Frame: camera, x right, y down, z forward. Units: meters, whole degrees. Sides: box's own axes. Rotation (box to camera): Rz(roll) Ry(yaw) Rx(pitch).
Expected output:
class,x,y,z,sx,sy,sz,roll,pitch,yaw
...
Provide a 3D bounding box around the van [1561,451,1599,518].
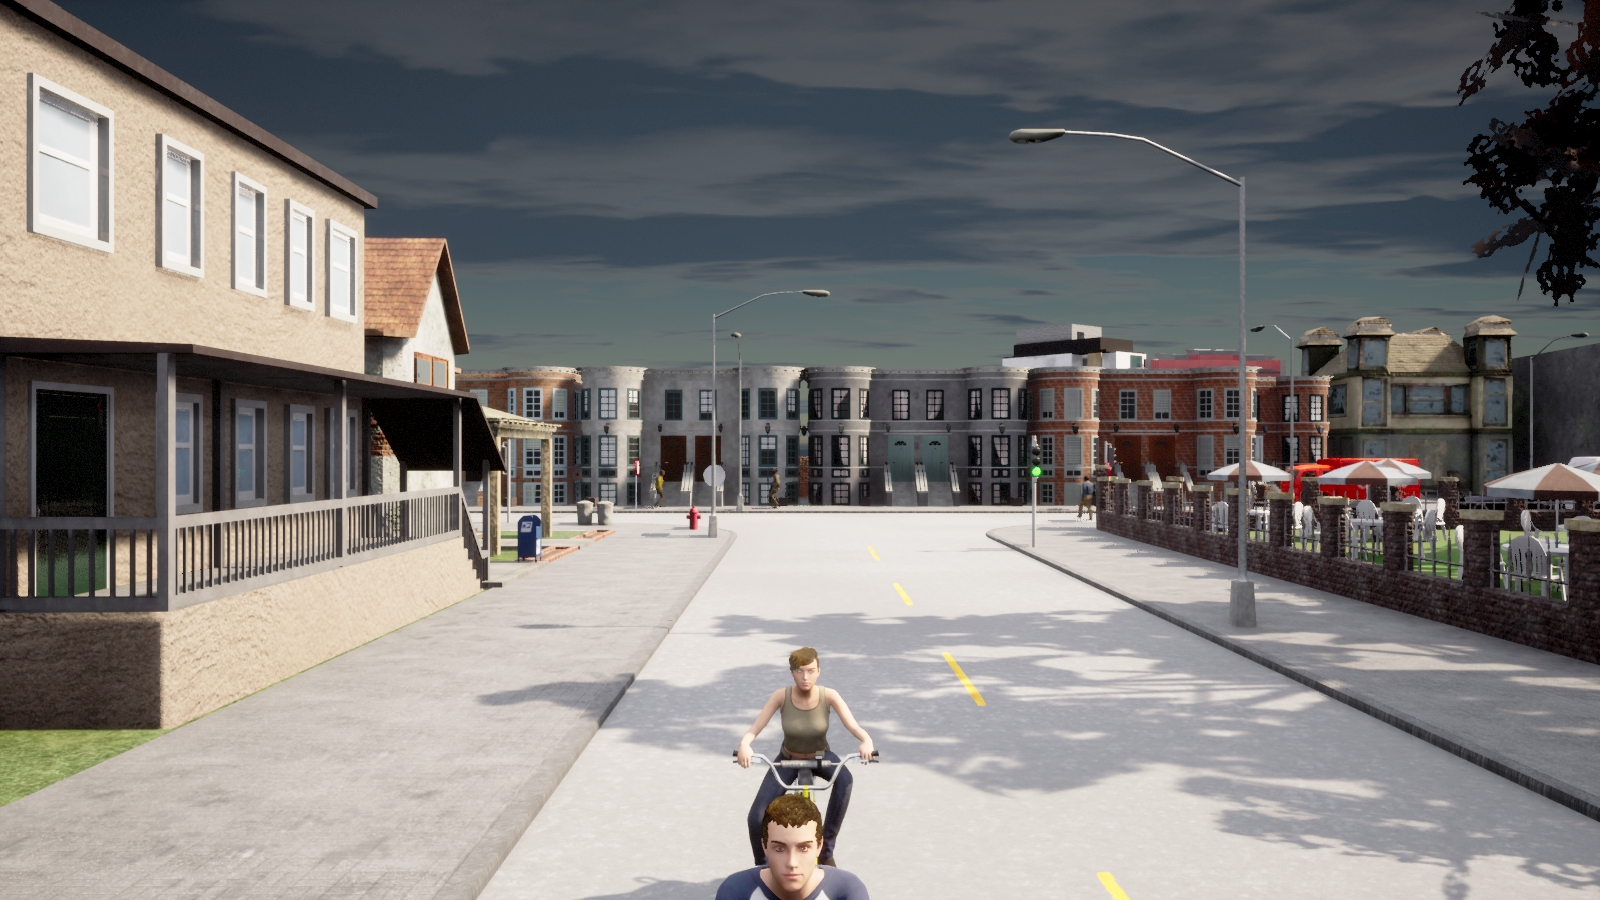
class,x,y,z,sx,sy,sz,roll,pitch,yaw
van,33.520,1.333,44.886,5.915,2.561,1.988,0,0,0

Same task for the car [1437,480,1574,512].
class,x,y,z,sx,sy,sz,roll,pitch,yaw
car,30.125,1.955,48.889,4.718,1.301,1.895,0,0,0

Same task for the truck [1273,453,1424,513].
class,x,y,z,sx,sy,sz,roll,pitch,yaw
truck,23.374,1.365,48.875,5.204,2.467,2.627,0,0,0

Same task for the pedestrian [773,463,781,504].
class,x,y,z,sx,sy,sz,roll,pitch,yaw
pedestrian,-1.051,1.546,52.501,0.375,1.860,0.375,0,0,3

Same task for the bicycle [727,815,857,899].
class,x,y,z,sx,sy,sz,roll,pitch,yaw
bicycle,-0.022,1.938,3.212,0.373,1.296,1.643,0,0,0

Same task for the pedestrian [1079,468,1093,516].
class,x,y,z,sx,sy,sz,roll,pitch,yaw
pedestrian,11.229,1.647,44.902,0.375,1.860,0.375,0,0,-25

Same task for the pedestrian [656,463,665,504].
class,x,y,z,sx,sy,sz,roll,pitch,yaw
pedestrian,-6.436,1.546,52.731,0.375,1.860,0.375,0,0,6

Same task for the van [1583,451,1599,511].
class,x,y,z,sx,sy,sz,roll,pitch,yaw
van,37.194,1.334,48.909,5.915,2.561,1.988,0,0,1

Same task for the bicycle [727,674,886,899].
class,x,y,z,sx,sy,sz,roll,pitch,yaw
bicycle,0.033,2.040,6.906,0.859,1.080,1.487,0,0,0
